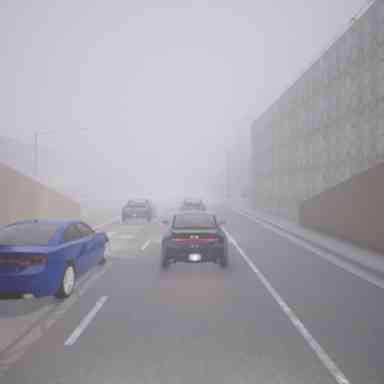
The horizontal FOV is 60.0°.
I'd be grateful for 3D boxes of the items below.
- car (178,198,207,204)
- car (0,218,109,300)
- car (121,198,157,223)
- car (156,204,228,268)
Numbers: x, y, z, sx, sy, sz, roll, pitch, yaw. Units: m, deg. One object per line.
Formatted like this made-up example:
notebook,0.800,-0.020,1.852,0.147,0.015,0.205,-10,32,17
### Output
car,0.029,1.154,23.942,2.128,1.511,4.902,0,1,0
car,-3.423,1.361,8.148,1.882,1.535,5.008,0,0,0
car,-3.467,1.174,22.441,2.128,1.511,4.902,0,1,0
car,0.069,1.352,10.726,1.837,1.490,4.892,0,1,0
